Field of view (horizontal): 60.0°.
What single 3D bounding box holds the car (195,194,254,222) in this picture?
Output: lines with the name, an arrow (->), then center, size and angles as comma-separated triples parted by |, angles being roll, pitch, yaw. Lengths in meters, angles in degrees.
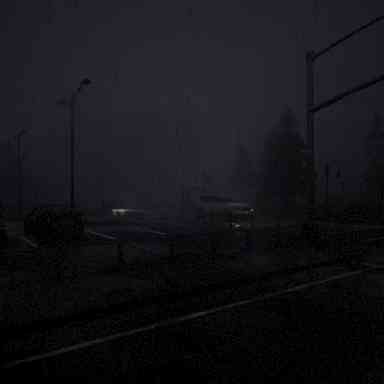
car -> 2.466, 1.219, 27.036 | 2.150, 2.045, 5.566 | 0, 0, -36

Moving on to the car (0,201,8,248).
car -> -8.901, 1.331, 13.414 | 2.152, 1.636, 5.027 | 0, 0, -36

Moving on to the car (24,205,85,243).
car -> -6.392, 1.340, 15.297 | 2.007, 1.523, 4.514 | 0, 0, -36

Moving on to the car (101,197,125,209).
car -> -10.832, 1.493, 45.134 | 2.128, 1.511, 4.902 | 0, 0, -36
